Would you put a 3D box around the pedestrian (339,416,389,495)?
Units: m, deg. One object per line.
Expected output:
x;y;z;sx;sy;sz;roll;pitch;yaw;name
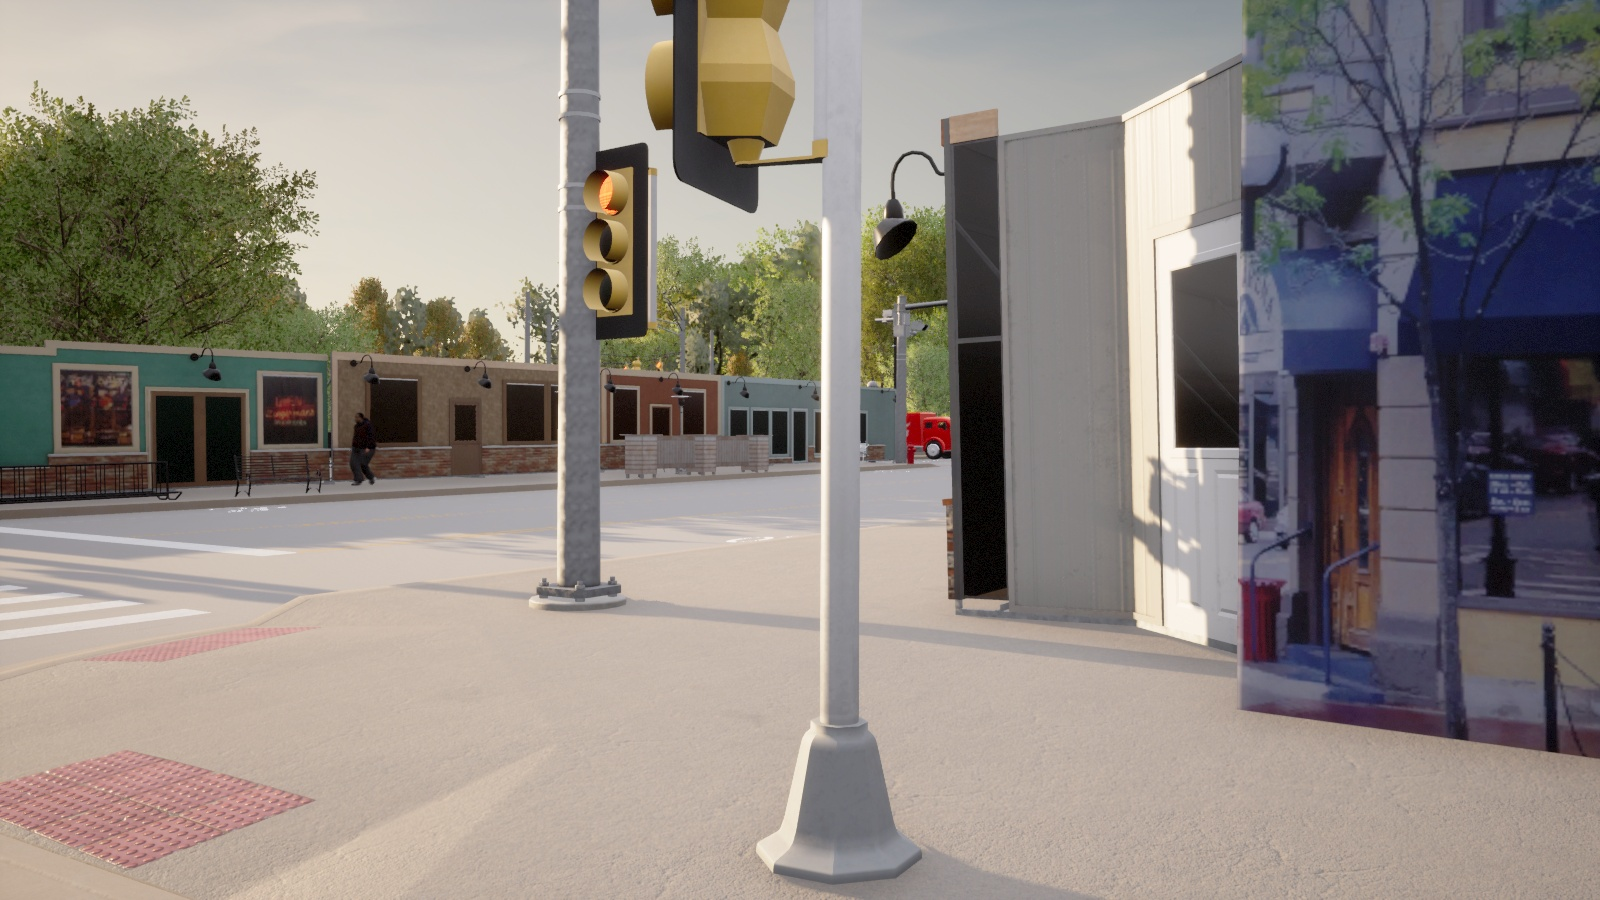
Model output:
-10.324;0.115;29.750;0.634;1.844;0.899;0;1;30;pedestrian

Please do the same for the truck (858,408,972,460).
6.028;-0.823;65.672;5.204;2.467;2.627;-3;0;29;truck
